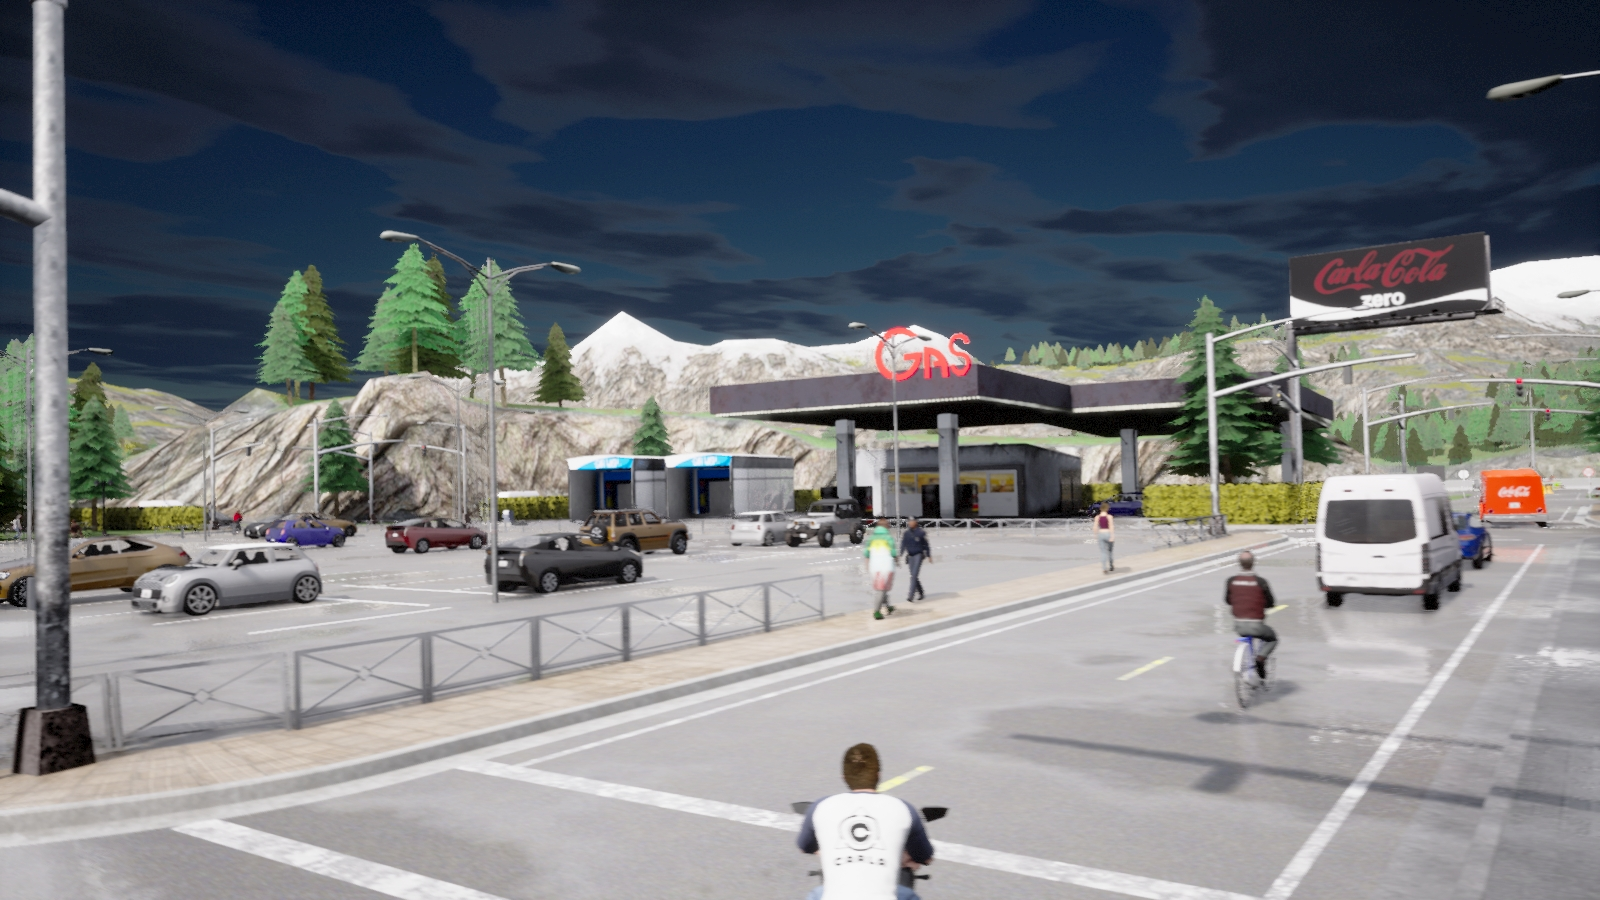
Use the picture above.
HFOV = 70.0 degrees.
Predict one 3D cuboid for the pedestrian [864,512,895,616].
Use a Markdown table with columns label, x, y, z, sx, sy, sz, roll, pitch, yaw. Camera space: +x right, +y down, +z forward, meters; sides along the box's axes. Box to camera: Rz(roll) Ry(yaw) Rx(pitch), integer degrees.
| label | x | y | z | sx | sy | sz | roll | pitch | yaw |
| --- | --- | --- | --- | --- | --- | --- | --- | --- | --- |
| pedestrian | 1.453 | 2.068 | 20.884 | 0.375 | 1.860 | 0.375 | -3 | -2 | 38 |

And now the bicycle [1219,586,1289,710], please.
| label | x | y | z | sx | sy | sz | roll | pitch | yaw |
| --- | --- | --- | --- | --- | --- | --- | --- | --- | --- |
| bicycle | 5.363 | 2.284 | 13.441 | 0.329 | 1.171 | 1.835 | -2 | -2 | 34 |

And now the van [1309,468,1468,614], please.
| label | x | y | z | sx | sy | sz | roll | pitch | yaw |
| --- | --- | --- | --- | --- | --- | --- | --- | --- | --- |
| van | 12.198 | 1.701 | 23.453 | 1.988 | 2.561 | 5.915 | -3 | -2 | 35 |

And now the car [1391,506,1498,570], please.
| label | x | y | z | sx | sy | sz | roll | pitch | yaw |
| --- | --- | --- | --- | --- | --- | --- | --- | --- | --- |
| car | 17.455 | 2.310 | 30.836 | 2.002 | 1.442 | 4.674 | -3 | -2 | 35 |

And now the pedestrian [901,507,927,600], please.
| label | x | y | z | sx | sy | sz | roll | pitch | yaw |
| --- | --- | --- | --- | --- | --- | --- | --- | --- | --- |
| pedestrian | 2.331 | 2.113 | 23.376 | 0.375 | 1.860 | 0.375 | -2 | -2 | 27 |

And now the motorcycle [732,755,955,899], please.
| label | x | y | z | sx | sy | sz | roll | pitch | yaw |
| --- | --- | --- | --- | --- | --- | --- | --- | --- | --- |
| motorcycle | 0.259 | 2.203 | 5.116 | 0.803 | 1.145 | 2.033 | 0 | -1 | 6 |

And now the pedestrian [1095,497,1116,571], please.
| label | x | y | z | sx | sy | sz | roll | pitch | yaw |
| --- | --- | --- | --- | --- | --- | --- | --- | --- | --- |
| pedestrian | 7.719 | 2.121 | 28.886 | 0.375 | 1.860 | 0.375 | -2 | -2 | 28 |

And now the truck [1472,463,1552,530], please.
| label | x | y | z | sx | sy | sz | roll | pitch | yaw |
| --- | --- | --- | --- | --- | --- | --- | --- | --- | --- |
| truck | 32.495 | 2.075 | 52.321 | 2.627 | 2.467 | 5.204 | -3 | 2 | 28 |

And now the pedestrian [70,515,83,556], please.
| label | x | y | z | sx | sy | sz | roll | pitch | yaw |
| --- | --- | --- | --- | --- | --- | --- | --- | --- | --- |
| pedestrian | -33.932 | 4.003 | 53.586 | 0.375 | 1.860 | 0.375 | -2 | -2 | 28 |
